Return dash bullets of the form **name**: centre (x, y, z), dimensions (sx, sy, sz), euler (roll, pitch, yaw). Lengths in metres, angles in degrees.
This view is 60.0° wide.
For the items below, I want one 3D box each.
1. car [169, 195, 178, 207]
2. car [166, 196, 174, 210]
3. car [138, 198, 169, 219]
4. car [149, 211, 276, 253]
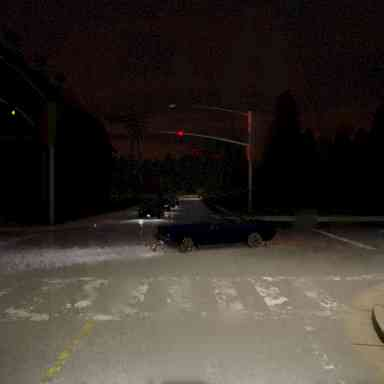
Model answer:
- **car**: centre (-3.511, 1.526, 48.878), dimensions (1.812, 1.442, 4.674), euler (0, 0, 0)
- **car**: centre (-3.533, 1.505, 39.581), dimensions (1.837, 1.490, 4.892), euler (0, 0, 0)
- **car**: centre (-3.550, 1.547, 29.836), dimensions (2.033, 1.411, 5.357), euler (0, 0, 0)
- **car**: centre (0.887, 1.589, 13.438), dimensions (4.718, 1.301, 1.895), euler (0, 0, -21)
